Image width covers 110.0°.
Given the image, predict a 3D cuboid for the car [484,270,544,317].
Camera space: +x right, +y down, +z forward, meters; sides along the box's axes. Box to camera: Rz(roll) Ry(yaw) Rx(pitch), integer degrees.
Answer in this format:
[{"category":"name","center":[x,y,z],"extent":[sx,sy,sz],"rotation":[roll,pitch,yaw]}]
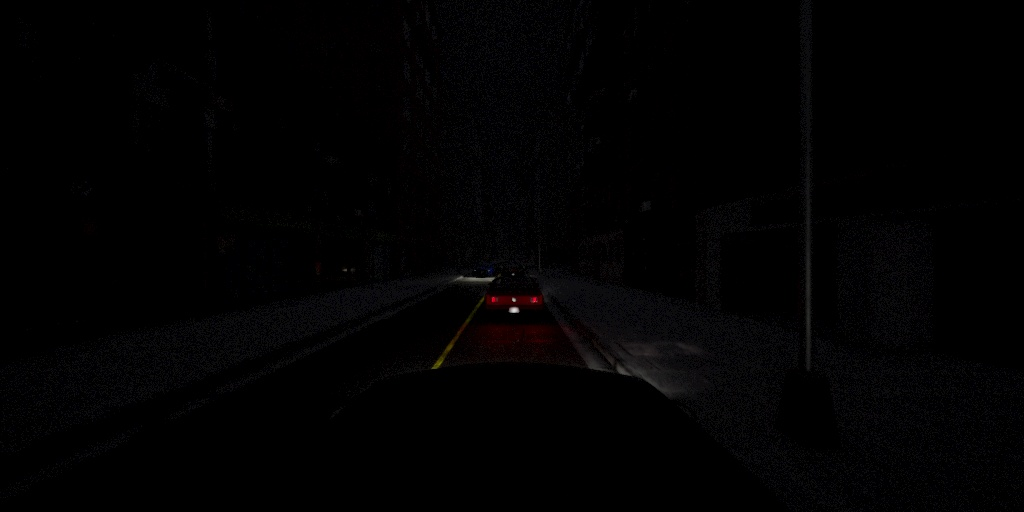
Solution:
[{"category":"car","center":[0.080,1.376,13.241],"extent":[1.895,1.301,4.718],"rotation":[0,0,0]}]

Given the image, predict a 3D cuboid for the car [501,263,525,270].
[{"category":"car","center":[0.083,1.290,30.278],"extent":[1.882,1.535,5.008],"rotation":[0,0,0]}]

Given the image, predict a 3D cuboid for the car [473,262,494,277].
[{"category":"car","center":[-2.845,1.304,36.557],"extent":[1.882,1.535,5.008],"rotation":[0,0,0]}]
